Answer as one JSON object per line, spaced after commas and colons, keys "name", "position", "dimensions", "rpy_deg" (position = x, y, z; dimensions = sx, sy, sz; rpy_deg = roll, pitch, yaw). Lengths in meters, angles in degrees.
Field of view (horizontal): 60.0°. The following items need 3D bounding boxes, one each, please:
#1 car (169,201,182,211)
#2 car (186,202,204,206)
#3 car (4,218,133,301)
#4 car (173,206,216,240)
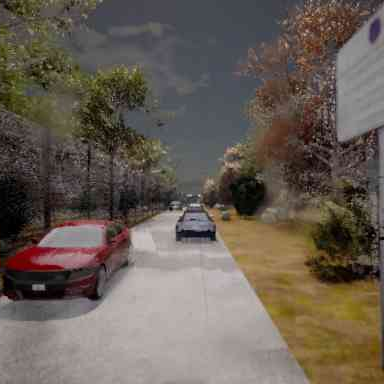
{"name": "car", "position": [-2.431, 2.107, 50.438], "dimensions": [2.128, 1.511, 4.902], "rpy_deg": [0, -2, 1]}
{"name": "car", "position": [0.330, 1.816, 34.930], "dimensions": [1.812, 1.442, 4.674], "rpy_deg": [0, -1, 0]}
{"name": "car", "position": [-2.809, 1.493, 8.623], "dimensions": [1.882, 1.535, 5.008], "rpy_deg": [0, 0, 0]}
{"name": "car", "position": [0.193, 1.632, 17.393], "dimensions": [1.994, 1.385, 4.181], "rpy_deg": [0, 0, 0]}
